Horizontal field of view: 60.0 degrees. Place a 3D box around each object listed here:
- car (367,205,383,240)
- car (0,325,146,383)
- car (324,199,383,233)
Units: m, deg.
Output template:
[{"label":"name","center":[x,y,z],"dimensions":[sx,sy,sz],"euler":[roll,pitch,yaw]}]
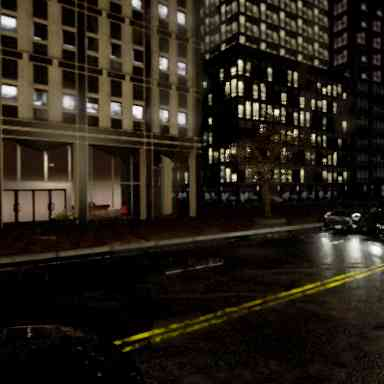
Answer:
[{"label":"car","center":[10.273,1.418,15.355],"dimensions":[4.674,1.442,1.812],"euler":[0,0,-36]},{"label":"car","center":[-2.542,1.516,1.666],"dimensions":[4.892,1.490,1.837],"euler":[-1,0,-35]},{"label":"car","center":[9.470,1.238,18.779],"dimensions":[4.553,1.767,2.097],"euler":[0,0,-36]}]
